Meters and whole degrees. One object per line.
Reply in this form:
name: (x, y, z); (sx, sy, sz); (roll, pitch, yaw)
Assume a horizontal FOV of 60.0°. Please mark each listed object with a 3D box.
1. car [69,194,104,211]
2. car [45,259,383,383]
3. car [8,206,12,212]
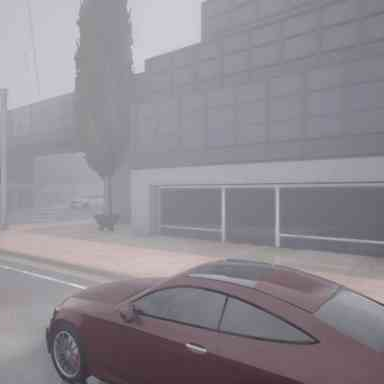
car: (-12.678, 1.223, 42.145); (2.150, 2.045, 5.566); (0, 0, 36)
car: (0.308, 1.526, 3.746); (4.674, 1.442, 1.812); (0, 0, 35)
car: (-20.069, 1.601, 31.823); (1.895, 1.301, 4.718); (0, 0, 36)
